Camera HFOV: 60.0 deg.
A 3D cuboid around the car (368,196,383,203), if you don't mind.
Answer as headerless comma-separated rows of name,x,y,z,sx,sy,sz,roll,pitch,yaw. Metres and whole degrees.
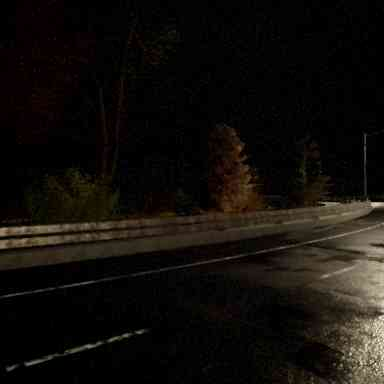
car,37.946,1.527,68.537,1.812,1.442,4.674,0,0,10
